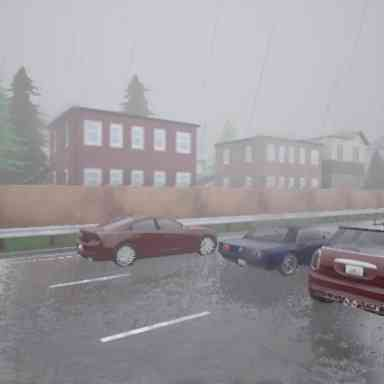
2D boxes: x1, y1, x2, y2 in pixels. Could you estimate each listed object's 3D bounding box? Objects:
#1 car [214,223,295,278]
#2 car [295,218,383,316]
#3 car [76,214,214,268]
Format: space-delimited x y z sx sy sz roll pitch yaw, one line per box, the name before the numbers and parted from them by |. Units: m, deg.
car | 3.174 1.627 10.305 4.718 1.301 1.895 0 0 -35
car | 4.531 1.375 6.973 4.553 1.767 2.097 0 0 -35
car | -1.325 1.495 11.397 5.008 1.535 1.882 0 0 -35
